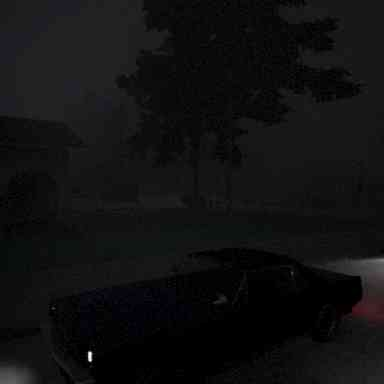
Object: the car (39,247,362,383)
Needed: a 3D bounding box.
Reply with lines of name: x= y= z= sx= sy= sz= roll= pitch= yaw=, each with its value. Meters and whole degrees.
car: x=0.407 y=1.585 z=4.872 sx=4.718 sy=1.301 sz=1.895 roll=0 pitch=0 yaw=-35
